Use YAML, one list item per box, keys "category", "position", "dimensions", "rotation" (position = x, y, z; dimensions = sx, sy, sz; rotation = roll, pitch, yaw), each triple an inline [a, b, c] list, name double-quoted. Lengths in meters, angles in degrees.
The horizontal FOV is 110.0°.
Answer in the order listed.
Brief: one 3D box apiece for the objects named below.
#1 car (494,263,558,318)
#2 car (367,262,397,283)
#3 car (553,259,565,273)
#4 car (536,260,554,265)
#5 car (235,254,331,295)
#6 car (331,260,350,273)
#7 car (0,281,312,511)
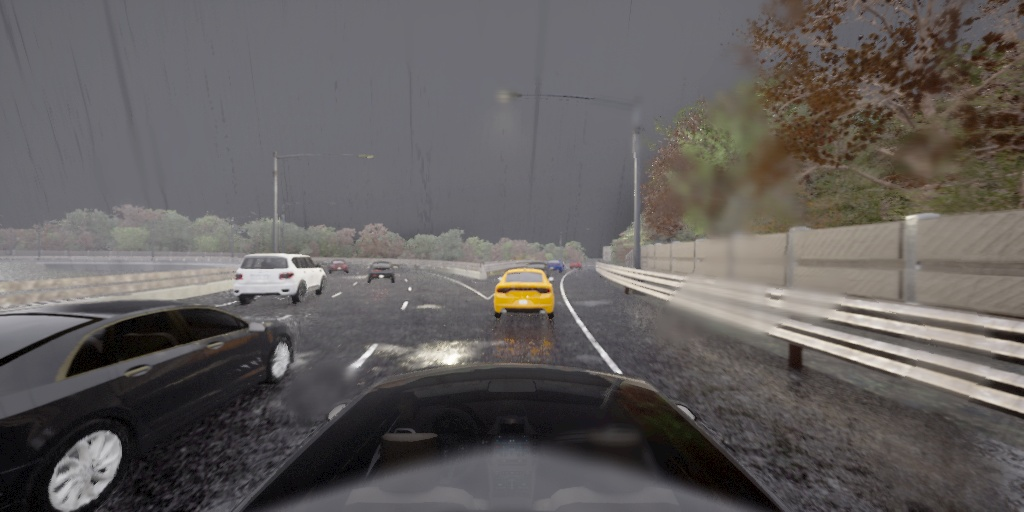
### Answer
- category: "car"
  position: [0.495, 1.199, 13.012]
  dimensions: [1.882, 1.535, 5.008]
  rotation: [0, 0, 4]
- category: "car"
  position: [-9.896, 1.171, 27.288]
  dimensions: [1.837, 1.490, 4.892]
  rotation: [0, 0, -19]
- category: "car"
  position: [5.041, 1.131, 41.774]
  dimensions: [1.882, 1.535, 5.008]
  rotation: [0, 0, 13]
- category: "car"
  position: [1.872, 1.195, 25.726]
  dimensions: [1.837, 1.490, 4.892]
  rotation: [0, 0, 8]
- category: "car"
  position: [-10.064, 0.917, 16.023]
  dimensions: [2.150, 2.045, 5.566]
  rotation: [0, 0, -14]
- category: "car"
  position: [-19.555, 1.140, 40.426]
  dimensions: [1.812, 1.442, 4.674]
  rotation: [0, 0, -27]
- category: "car"
  position: [-4.298, 1.241, 4.002]
  dimensions: [1.837, 1.490, 4.892]
  rotation: [0, 0, -7]
